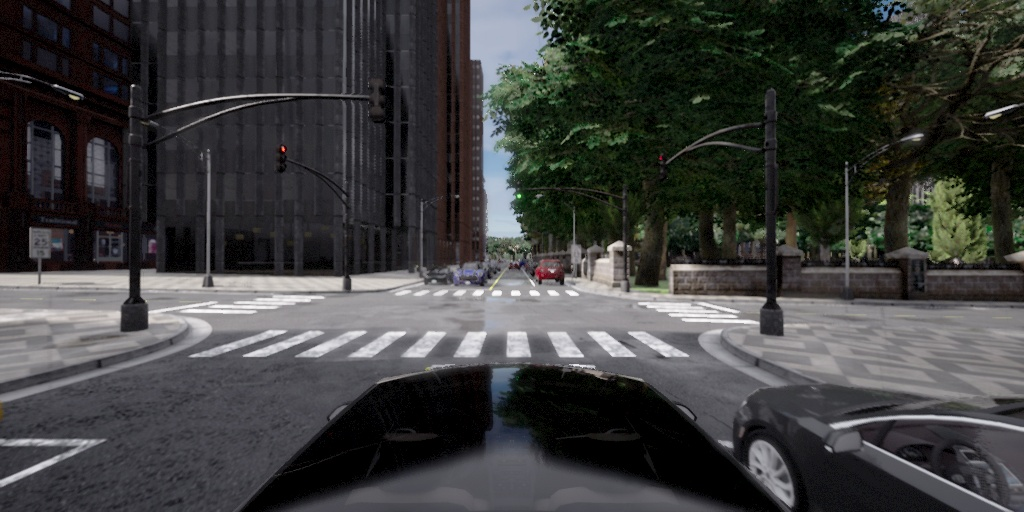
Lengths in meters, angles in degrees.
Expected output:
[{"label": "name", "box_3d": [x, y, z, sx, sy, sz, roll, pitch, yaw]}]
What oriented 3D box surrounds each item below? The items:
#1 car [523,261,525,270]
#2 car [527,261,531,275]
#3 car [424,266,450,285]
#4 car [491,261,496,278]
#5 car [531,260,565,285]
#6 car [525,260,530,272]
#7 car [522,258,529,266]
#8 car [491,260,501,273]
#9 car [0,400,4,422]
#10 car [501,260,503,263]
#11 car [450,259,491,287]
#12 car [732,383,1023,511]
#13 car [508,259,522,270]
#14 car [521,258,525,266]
[{"label": "car", "box_3d": [3.018, 1.631, 49.881, 2.007, 1.370, 4.403, 0, 0, 0]}, {"label": "car", "box_3d": [2.959, 1.567, 38.968, 1.948, 1.339, 4.313, 0, 0, 0]}, {"label": "car", "box_3d": [-5.624, 1.488, 28.093, 1.948, 1.339, 4.313, 0, 0, 0]}, {"label": "car", "box_3d": [-2.920, 1.481, 35.610, 1.837, 1.490, 4.892, 0, 0, 0]}, {"label": "car", "box_3d": [2.901, 1.238, 28.056, 2.192, 1.841, 5.009, 0, 0, 0]}, {"label": "car", "box_3d": [2.989, 1.592, 44.424, 2.007, 1.370, 4.403, 0, 0, 0]}, {"label": "car", "box_3d": [3.047, 1.560, 55.337, 1.967, 1.591, 4.097, 0, 0, 0]}, {"label": "car", "box_3d": [-2.864, 1.536, 45.107, 2.128, 1.511, 4.902, 0, 0, 0]}, {"label": "car", "box_3d": [-5.768, 1.273, 1.259, 1.751, 1.417, 4.829, 0, 0, 0]}, {"label": "car", "box_3d": [-2.786, 1.682, 55.096, 1.994, 1.385, 4.181, 0, 0, 1]}, {"label": "car", "box_3d": [-2.970, 1.263, 26.508, 2.097, 1.767, 4.553, 0, 0, 0]}, {"label": "car", "box_3d": [2.758, 1.299, 1.393, 2.007, 1.370, 4.403, 0, 0, 0]}, {"label": "car", "box_3d": [0.401, 1.686, 60.926, 1.812, 1.442, 4.674, 0, 0, 0]}, {"label": "car", "box_3d": [3.076, 1.600, 60.794, 1.967, 1.591, 4.097, 0, 0, 0]}]
